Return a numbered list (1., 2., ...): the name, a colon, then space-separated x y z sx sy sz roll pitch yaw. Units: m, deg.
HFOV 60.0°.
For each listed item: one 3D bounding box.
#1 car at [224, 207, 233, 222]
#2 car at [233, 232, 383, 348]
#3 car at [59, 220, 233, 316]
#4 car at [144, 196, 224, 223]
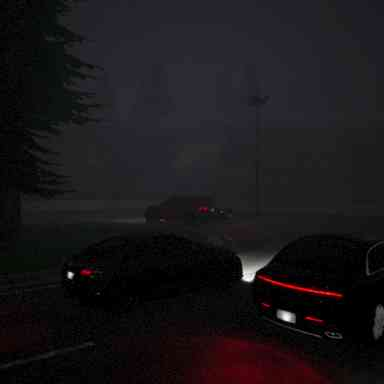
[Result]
1. car: 1.062 1.627 26.683 4.674 1.442 1.812 0 -1 35
2. car: 3.129 1.546 6.483 4.892 1.490 1.837 0 1 -43
3. car: -0.782 1.587 7.660 4.181 1.385 1.994 0 0 -38
4. car: -0.865 1.303 23.962 5.566 2.045 2.150 0 -1 34
